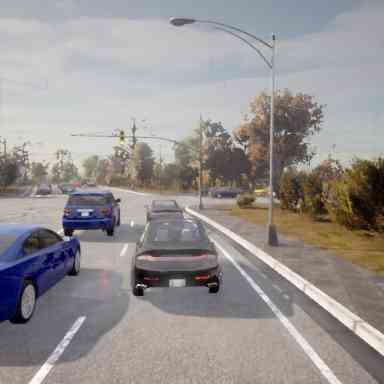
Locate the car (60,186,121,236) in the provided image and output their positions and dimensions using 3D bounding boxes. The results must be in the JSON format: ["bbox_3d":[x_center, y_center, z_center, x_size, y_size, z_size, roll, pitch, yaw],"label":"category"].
[{"bbox_3d":[-4.849,0.936,16.616,2.150,2.045,5.566,0,2,-8],"label":"car"}]

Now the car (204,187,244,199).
[{"bbox_3d":[4.496,0.076,43.645,4.892,1.490,1.837,0,3,-21],"label":"car"}]

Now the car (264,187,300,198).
[{"bbox_3d":[13.107,0.309,46.970,4.718,1.301,1.895,1,2,-21],"label":"car"}]

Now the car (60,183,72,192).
[{"bbox_3d":[-23.225,-0.931,61.171,1.837,1.490,4.892,-1,3,-23],"label":"car"}]

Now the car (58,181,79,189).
[{"bbox_3d":[-19.495,-0.517,52.539,2.128,1.511,4.902,-1,3,-23],"label":"car"}]

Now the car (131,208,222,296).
[{"bbox_3d":[-0.442,1.407,8.506,2.128,1.511,4.902,0,1,-4],"label":"car"}]

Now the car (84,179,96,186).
[{"bbox_3d":[-25.240,-1.851,82.652,1.895,1.301,4.718,-1,3,-24],"label":"car"}]

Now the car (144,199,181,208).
[{"bbox_3d":[-1.559,1.148,18.106,2.128,1.511,4.902,0,2,-8],"label":"car"}]

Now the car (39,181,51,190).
[{"bbox_3d":[-30.127,-1.406,68.031,2.097,1.767,4.553,-1,3,-24],"label":"car"}]

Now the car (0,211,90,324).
[{"bbox_3d":[-3.811,1.424,7.033,1.882,1.535,5.008,0,1,-4],"label":"car"}]

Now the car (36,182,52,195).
[{"bbox_3d":[-22.230,-0.358,49.992,1.812,1.442,4.674,-1,3,-23],"label":"car"}]

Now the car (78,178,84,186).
[{"bbox_3d":[-28.401,-2.018,81.138,2.097,1.767,4.553,-1,3,-24],"label":"car"}]

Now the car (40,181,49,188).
[{"bbox_3d":[-34.352,-1.692,77.325,1.837,1.490,4.892,-1,3,-24],"label":"car"}]

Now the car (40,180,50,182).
[{"bbox_3d":[-26.014,-1.100,58.809,2.150,2.045,5.566,-1,3,-23],"label":"car"}]

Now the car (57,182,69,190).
[{"bbox_3d":[-27.427,-1.356,70.555,2.128,1.511,4.902,-1,3,-24],"label":"car"}]

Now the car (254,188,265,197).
[{"bbox_3d":[11.714,0.020,50.175,5.008,1.535,1.882,2,2,-21],"label":"car"}]

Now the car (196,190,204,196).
[{"bbox_3d":[2.994,0.007,46.839,4.718,1.301,1.895,0,3,-20],"label":"car"}]
